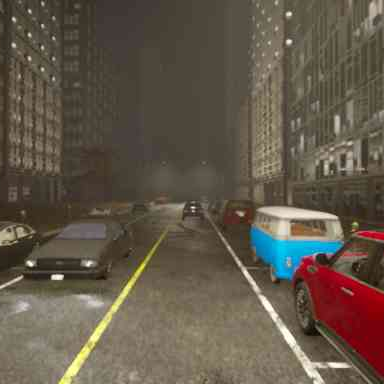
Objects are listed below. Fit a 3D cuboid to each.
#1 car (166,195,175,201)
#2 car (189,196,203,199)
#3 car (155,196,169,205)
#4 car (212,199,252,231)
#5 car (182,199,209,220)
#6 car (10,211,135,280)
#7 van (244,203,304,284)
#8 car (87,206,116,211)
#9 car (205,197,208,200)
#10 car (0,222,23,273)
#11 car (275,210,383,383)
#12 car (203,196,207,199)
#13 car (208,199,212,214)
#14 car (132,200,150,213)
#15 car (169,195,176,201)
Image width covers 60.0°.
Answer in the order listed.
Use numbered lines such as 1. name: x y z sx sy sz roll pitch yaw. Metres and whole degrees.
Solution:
1. car: -5.696 1.585 88.279 1.887 1.381 4.507 1 0 0
2. car: 0.093 1.576 45.846 2.033 1.411 5.357 0 0 0
3. car: -5.692 1.579 60.064 1.887 1.381 4.507 1 0 0
4. car: 2.697 1.330 20.590 2.192 1.841 5.009 1 0 0
5. car: 0.097 1.567 28.722 2.033 1.411 5.357 0 0 0
6. car: -3.032 1.555 10.205 2.033 1.411 5.357 0 0 0
7. van: 2.699 1.348 9.307 1.690 1.788 3.998 1 0 0
8. car: -5.686 1.565 20.565 2.008 1.369 4.403 1 0 0
9. car: 2.692 1.550 37.684 1.752 1.417 4.829 1 0 0
10. car: -5.684 1.558 9.280 2.008 1.369 4.403 1 0 0
11. car: 2.700 1.318 3.666 2.192 1.841 5.009 1 0 0
12. car: 2.687 1.588 71.362 2.008 1.369 4.403 1 0 0
13. car: 2.692 1.604 31.872 1.802 1.307 4.206 1 0 0
14. car: -5.689 1.576 37.494 2.008 1.369 4.403 1 0 0
15. car: -5.696 1.565 82.466 1.752 1.417 4.829 1 0 0
